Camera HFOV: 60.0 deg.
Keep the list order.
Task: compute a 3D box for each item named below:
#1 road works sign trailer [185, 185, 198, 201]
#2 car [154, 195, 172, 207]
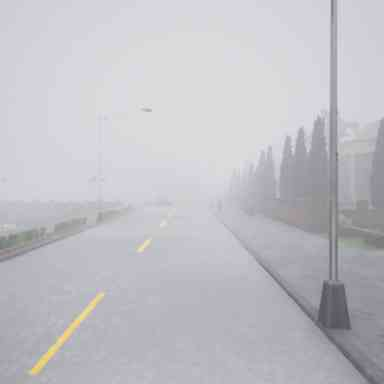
[{"bbox_3d":[0.024,0.207,72.999,2.380,3.560,2.880,0,0,0],"label":"road works sign trailer"},{"bbox_3d":[-4.058,1.186,46.989,2.097,1.767,4.553,0,0,0],"label":"car"}]
